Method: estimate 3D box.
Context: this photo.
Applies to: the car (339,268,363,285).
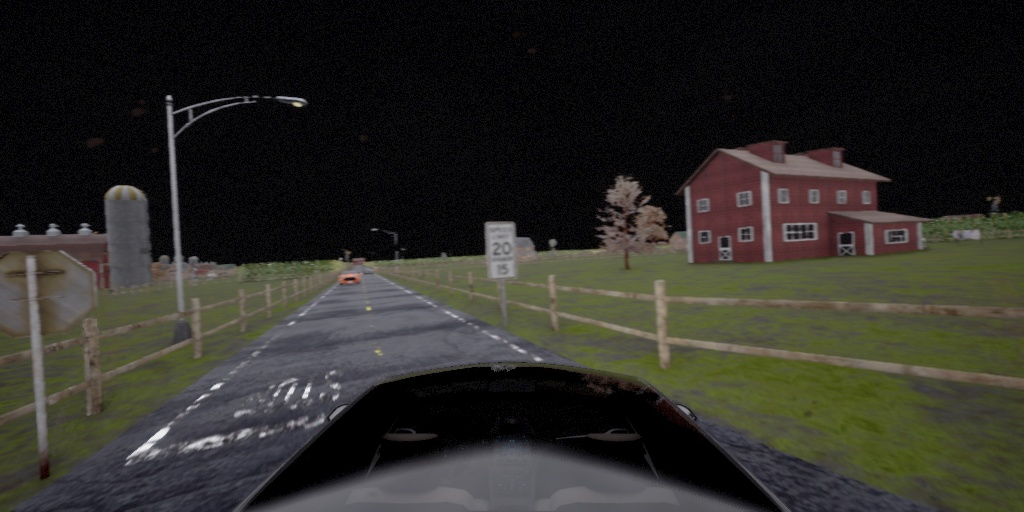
[{"bbox_3d":[-18.749,2.352,41.532,2.097,1.767,4.553,-3,0,-23],"label":"car"}]
